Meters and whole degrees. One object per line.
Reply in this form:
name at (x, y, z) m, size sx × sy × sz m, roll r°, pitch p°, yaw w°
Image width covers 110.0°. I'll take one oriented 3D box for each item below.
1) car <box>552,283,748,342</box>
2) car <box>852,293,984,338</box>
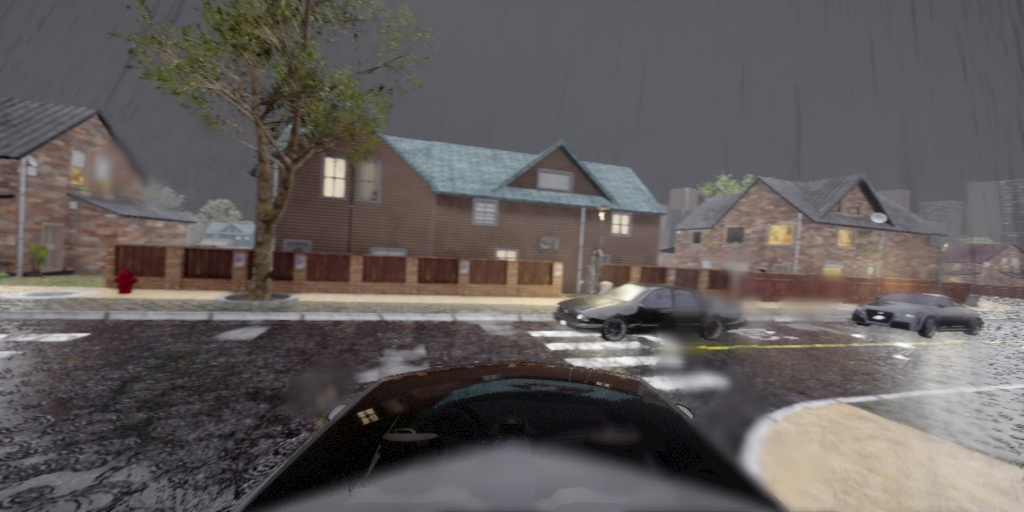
car at (3.911, 1.487, 10.081) m, size 5.357 × 1.411 × 2.033 m, roll 3°, pitch 1°, yaw -16°
car at (14.835, 2.081, 13.168) m, size 4.181 × 1.385 × 1.994 m, roll 3°, pitch 1°, yaw -16°
